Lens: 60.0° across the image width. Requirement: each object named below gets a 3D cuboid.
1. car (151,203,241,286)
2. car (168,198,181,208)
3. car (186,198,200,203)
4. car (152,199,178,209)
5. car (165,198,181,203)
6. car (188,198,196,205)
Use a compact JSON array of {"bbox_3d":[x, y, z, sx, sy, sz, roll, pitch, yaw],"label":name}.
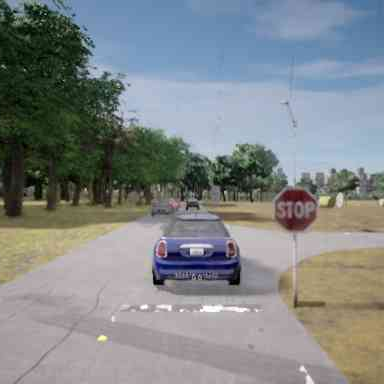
[{"bbox_3d":[0.103,1.371,9.614,2.097,1.767,4.553,0,0,0],"label":"car"},{"bbox_3d":[-2.807,1.786,53.209,1.837,1.490,4.892,0,0,0],"label":"car"},{"bbox_3d":[0.104,1.744,48.226,1.837,1.490,4.892,0,0,0],"label":"car"},{"bbox_3d":[-2.829,1.683,32.841,1.994,1.385,4.181,0,0,1],"label":"car"},{"bbox_3d":[-2.828,1.545,42.836,2.097,1.767,4.553,0,0,0],"label":"car"},{"bbox_3d":[0.012,1.988,72.471,1.837,1.490,4.892,0,-1,0],"label":"car"}]
